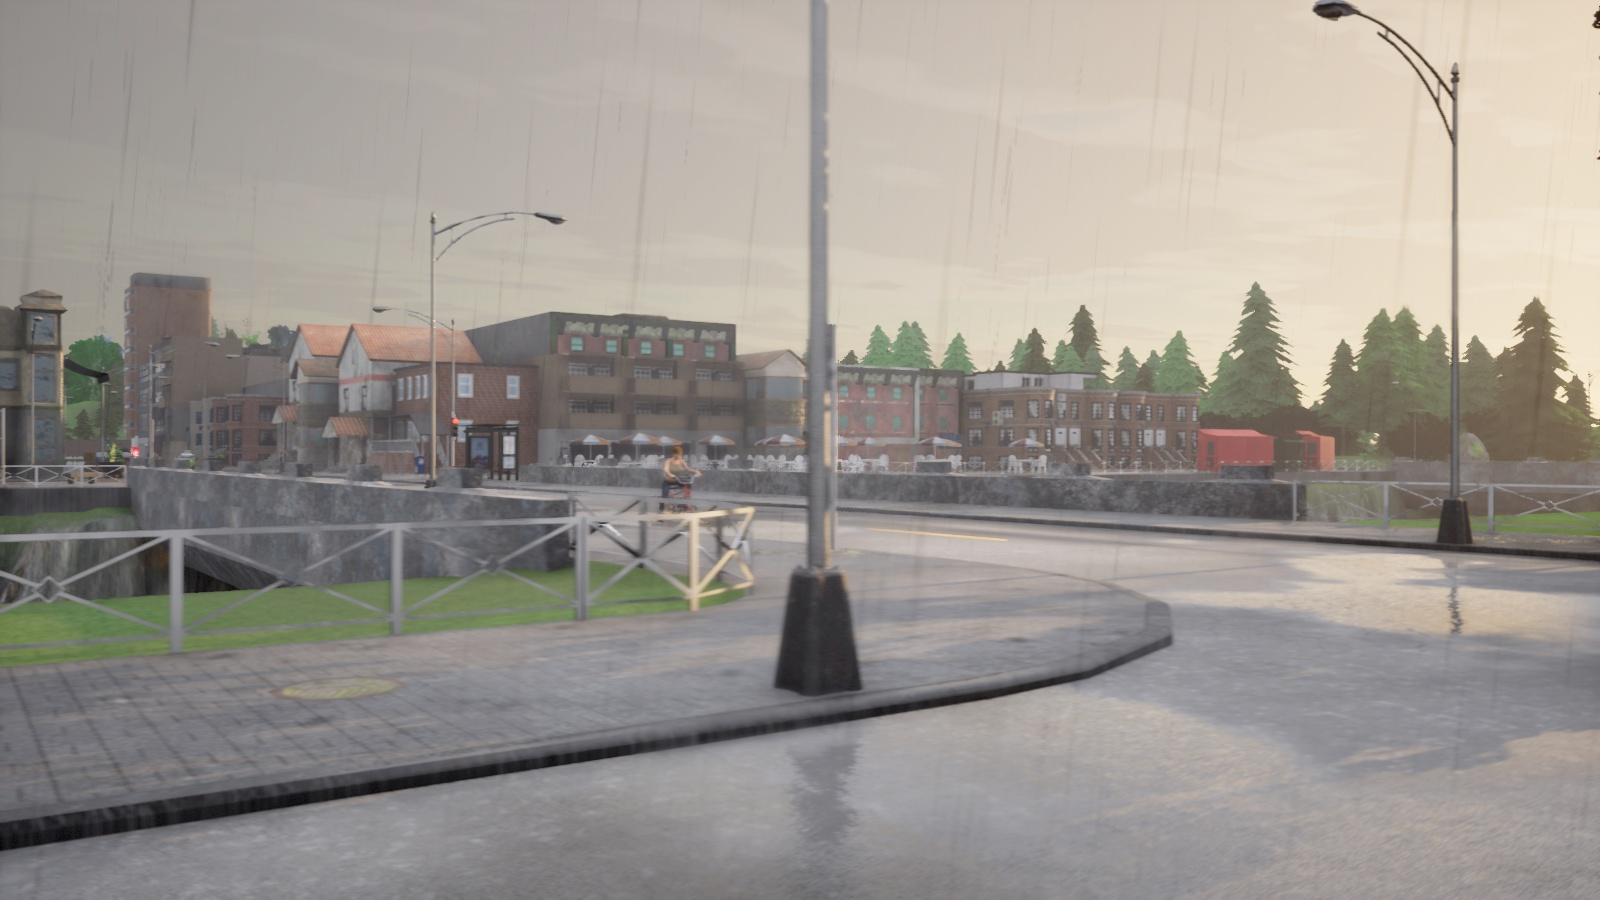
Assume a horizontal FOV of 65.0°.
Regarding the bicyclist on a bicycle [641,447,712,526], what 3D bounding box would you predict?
[{"bbox_3d":[-2.608,0.746,26.493,0.866,1.612,1.509,0,0,-34],"label":"bicyclist on a bicycle"}]
